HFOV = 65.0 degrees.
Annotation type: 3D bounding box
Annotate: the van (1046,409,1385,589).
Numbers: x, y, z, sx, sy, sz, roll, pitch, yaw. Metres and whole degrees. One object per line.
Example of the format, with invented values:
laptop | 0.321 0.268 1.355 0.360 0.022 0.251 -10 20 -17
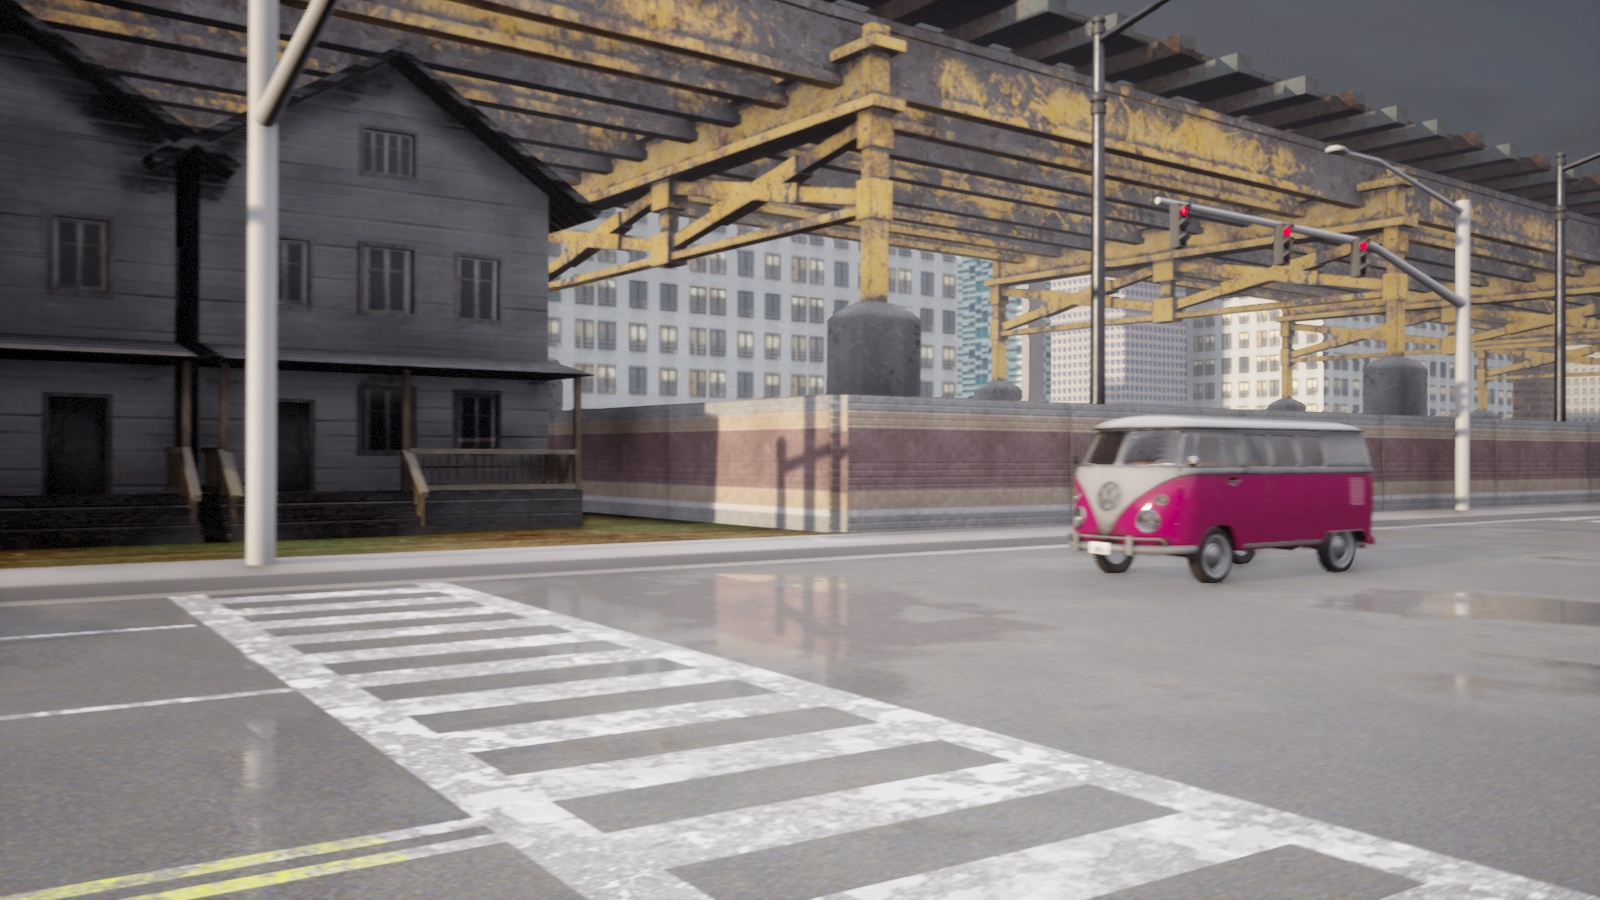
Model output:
van | 5.339 0.550 15.914 4.442 1.987 1.775 0 0 -35
